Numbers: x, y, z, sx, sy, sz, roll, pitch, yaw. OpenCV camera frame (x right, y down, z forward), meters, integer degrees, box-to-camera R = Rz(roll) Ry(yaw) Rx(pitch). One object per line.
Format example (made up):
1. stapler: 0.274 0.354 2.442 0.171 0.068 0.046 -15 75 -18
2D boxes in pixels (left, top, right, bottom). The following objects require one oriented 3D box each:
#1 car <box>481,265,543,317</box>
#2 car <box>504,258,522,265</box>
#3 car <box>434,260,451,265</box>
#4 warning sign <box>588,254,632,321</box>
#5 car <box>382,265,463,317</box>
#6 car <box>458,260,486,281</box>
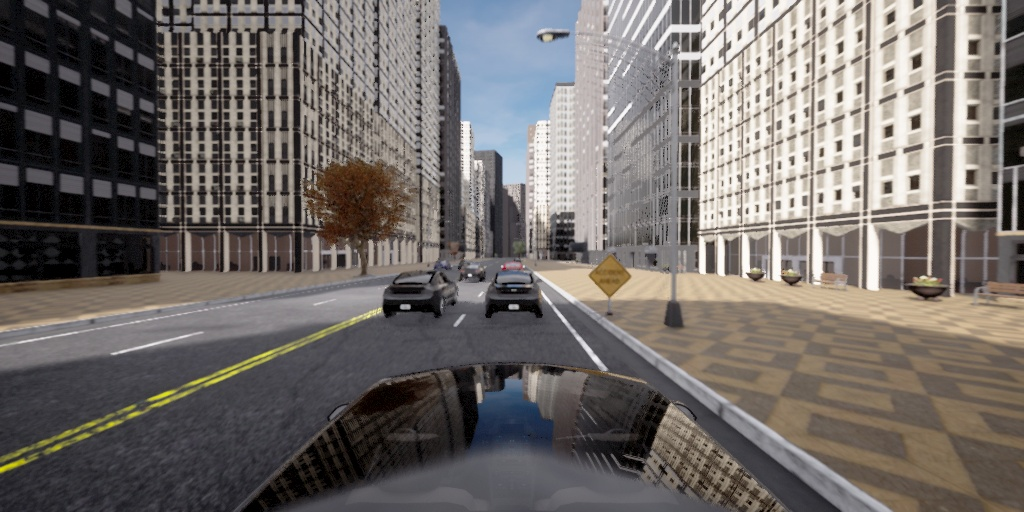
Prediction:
1. car: 0.071 1.259 13.155 1.837 1.490 4.892 0 1 0
2. car: 0.077 1.233 30.177 1.882 1.535 5.008 0 0 0
3. car: -9.831 1.285 50.759 1.812 1.442 4.674 0 0 0
4. warning sign: 2.849 0.867 10.542 1.300 1.860 1.060 0 0 0
5. car: -3.179 1.259 13.158 1.837 1.490 4.892 0 1 0
6. car: -3.176 1.280 29.408 1.812 1.442 4.674 0 0 0
